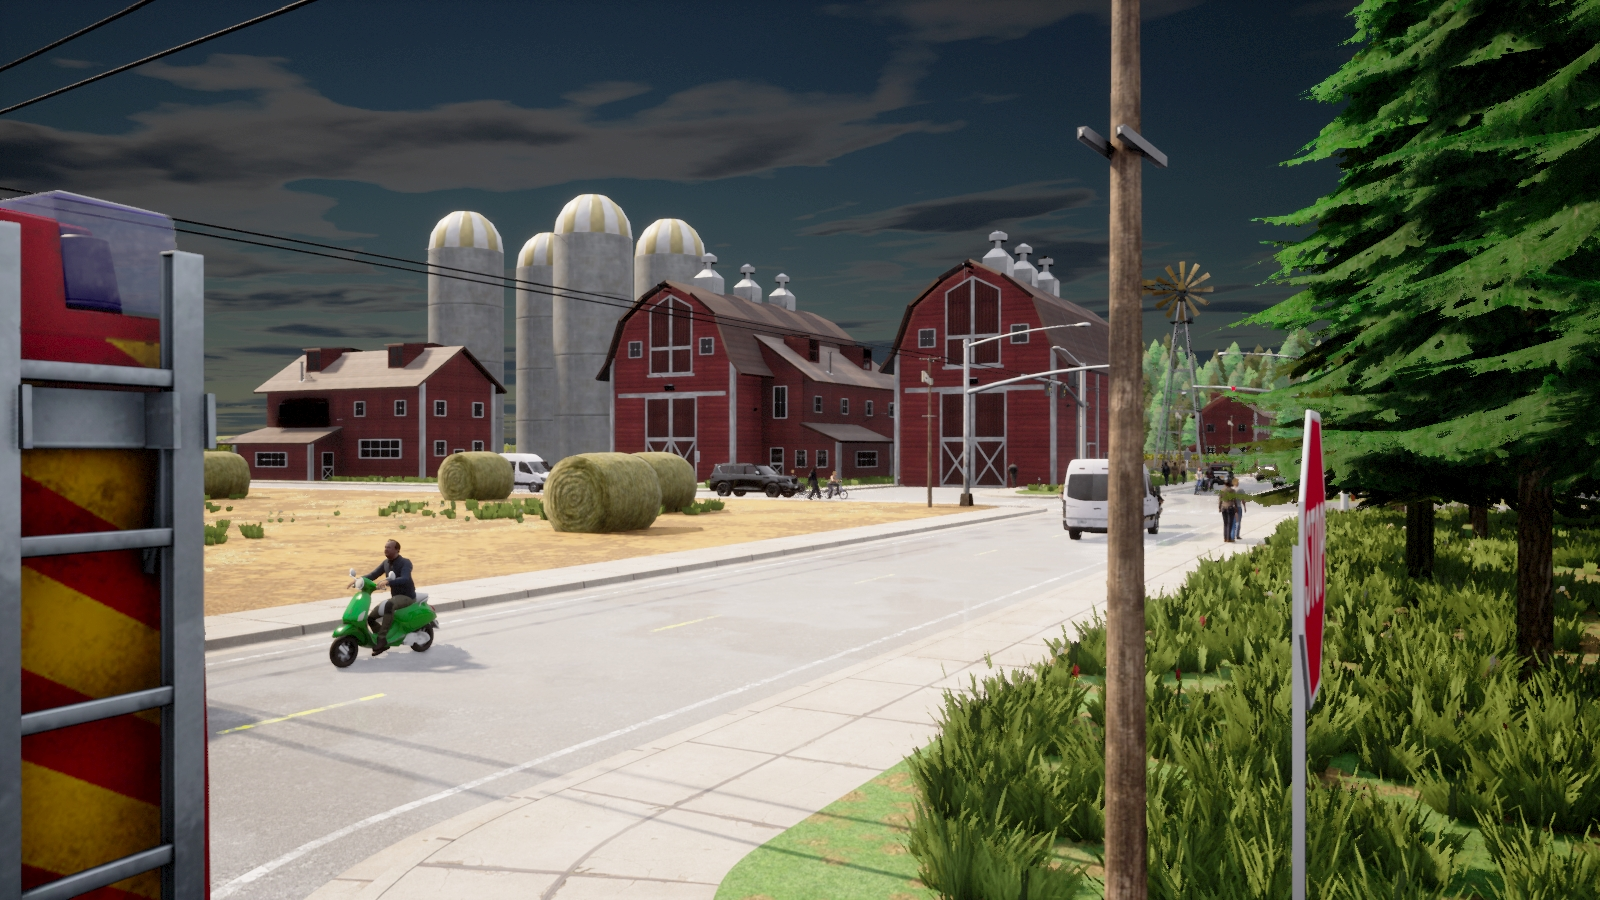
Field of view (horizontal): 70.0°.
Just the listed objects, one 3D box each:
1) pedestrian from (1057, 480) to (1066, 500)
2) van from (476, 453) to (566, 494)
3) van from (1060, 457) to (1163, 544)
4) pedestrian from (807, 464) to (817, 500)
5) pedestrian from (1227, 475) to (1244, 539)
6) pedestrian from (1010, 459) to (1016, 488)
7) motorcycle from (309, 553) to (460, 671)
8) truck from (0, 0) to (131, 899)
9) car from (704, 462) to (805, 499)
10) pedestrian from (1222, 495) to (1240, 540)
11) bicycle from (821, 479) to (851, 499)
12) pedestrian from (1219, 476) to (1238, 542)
[{"bbox_3d":[14.331,2.203,62.630,0.500,1.100,0.500,0,0,13],"label":"pedestrian"},{"bbox_3d":[-18.458,1.496,75.391,5.915,2.561,1.988,0,1,27],"label":"van"},{"bbox_3d":[10.265,1.535,37.297,1.988,2.561,5.915,0,0,28],"label":"van"},{"bbox_3d":[0.603,1.672,59.476,0.375,1.860,0.375,0,0,32],"label":"pedestrian"},{"bbox_3d":[12.990,1.694,34.079,0.375,1.860,0.375,0,0,41],"label":"pedestrian"},{"bbox_3d":[14.068,1.551,75.292,0.375,1.860,0.375,0,0,13],"label":"pedestrian"},{"bbox_3d":[-5.596,2.142,15.489,0.856,1.316,1.805,0,0,29],"label":"motorcycle"},{"bbox_3d":[-6.198,0.864,3.476,8.468,3.827,2.891,0,0,25],"label":"truck"},{"bbox_3d":[-2.684,1.753,67.192,5.566,2.045,2.150,0,0,27],"label":"car"},{"bbox_3d":[12.642,1.976,33.526,0.375,1.300,0.375,0,0,42],"label":"pedestrian"},{"bbox_3d":[2.036,2.221,64.738,1.487,1.080,0.859,0,0,28],"label":"bicycle"},{"bbox_3d":[12.316,1.695,32.865,0.375,1.860,0.375,0,0,-43],"label":"pedestrian"}]
